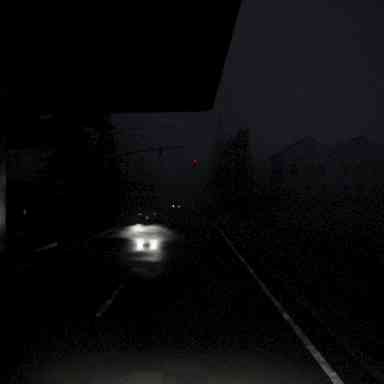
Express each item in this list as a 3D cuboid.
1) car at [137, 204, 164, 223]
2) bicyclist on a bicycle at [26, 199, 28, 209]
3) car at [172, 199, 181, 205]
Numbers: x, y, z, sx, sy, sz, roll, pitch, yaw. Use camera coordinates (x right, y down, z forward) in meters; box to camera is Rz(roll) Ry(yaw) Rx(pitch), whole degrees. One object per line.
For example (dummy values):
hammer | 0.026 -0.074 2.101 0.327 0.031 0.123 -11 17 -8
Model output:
car | -3.480 1.756 28.334 2.128 1.511 4.902 0 -1 0
bicyclist on a bicycle | -21.764 1.516 43.378 0.582 1.620 1.656 0 0 0
car | -3.435 2.242 74.300 1.994 1.385 4.181 0 -1 0
